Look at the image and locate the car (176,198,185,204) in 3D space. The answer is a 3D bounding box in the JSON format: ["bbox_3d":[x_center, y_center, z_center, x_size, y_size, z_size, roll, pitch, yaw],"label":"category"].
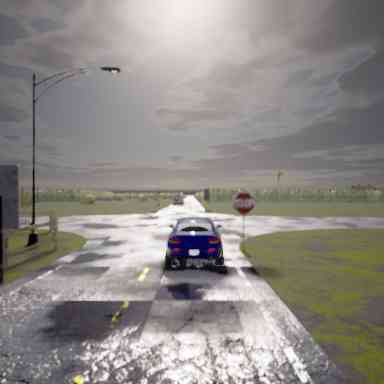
[{"bbox_3d":[-2.672,2.135,80.169,2.033,1.411,5.357,0,0,0],"label":"car"}]

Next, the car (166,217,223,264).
[{"bbox_3d":[0.115,1.609,12.007,1.812,1.442,4.674,0,0,1],"label":"car"}]

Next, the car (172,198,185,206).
[{"bbox_3d":[-2.689,1.980,64.828,1.837,1.490,4.892,0,0,0],"label":"car"}]
